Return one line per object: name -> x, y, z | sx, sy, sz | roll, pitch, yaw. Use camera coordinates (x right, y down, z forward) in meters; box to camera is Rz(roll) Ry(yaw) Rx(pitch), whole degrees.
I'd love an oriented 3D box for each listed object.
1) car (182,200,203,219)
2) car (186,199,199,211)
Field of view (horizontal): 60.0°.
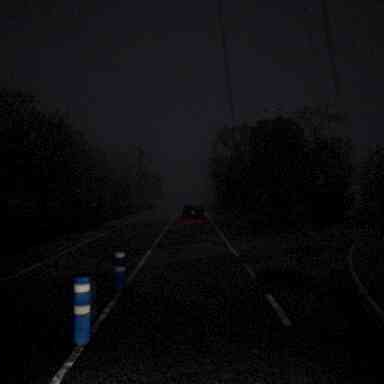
car -> 0.066, 1.640, 31.575 | 1.882, 1.535, 5.008 | 0, 0, 0
car -> 0.068, 1.983, 51.421 | 1.812, 1.442, 4.674 | 1, 1, 0
